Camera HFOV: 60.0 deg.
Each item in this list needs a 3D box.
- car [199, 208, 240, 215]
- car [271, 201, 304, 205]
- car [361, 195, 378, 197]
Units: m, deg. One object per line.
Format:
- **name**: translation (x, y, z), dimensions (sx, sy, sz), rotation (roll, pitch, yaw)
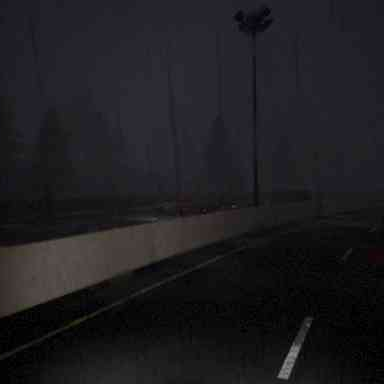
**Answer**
- **car**: translation (2.236, 1.242, 27.812), dimensions (1.994, 1.385, 4.181), rotation (0, 1, 39)
- **car**: translation (8.962, 0.779, 30.347), dimensions (2.150, 2.045, 5.566), rotation (0, 1, 43)
- **car**: translation (31.096, 0.522, 56.629), dimensions (5.357, 1.411, 2.033), rotation (-1, 1, -30)
